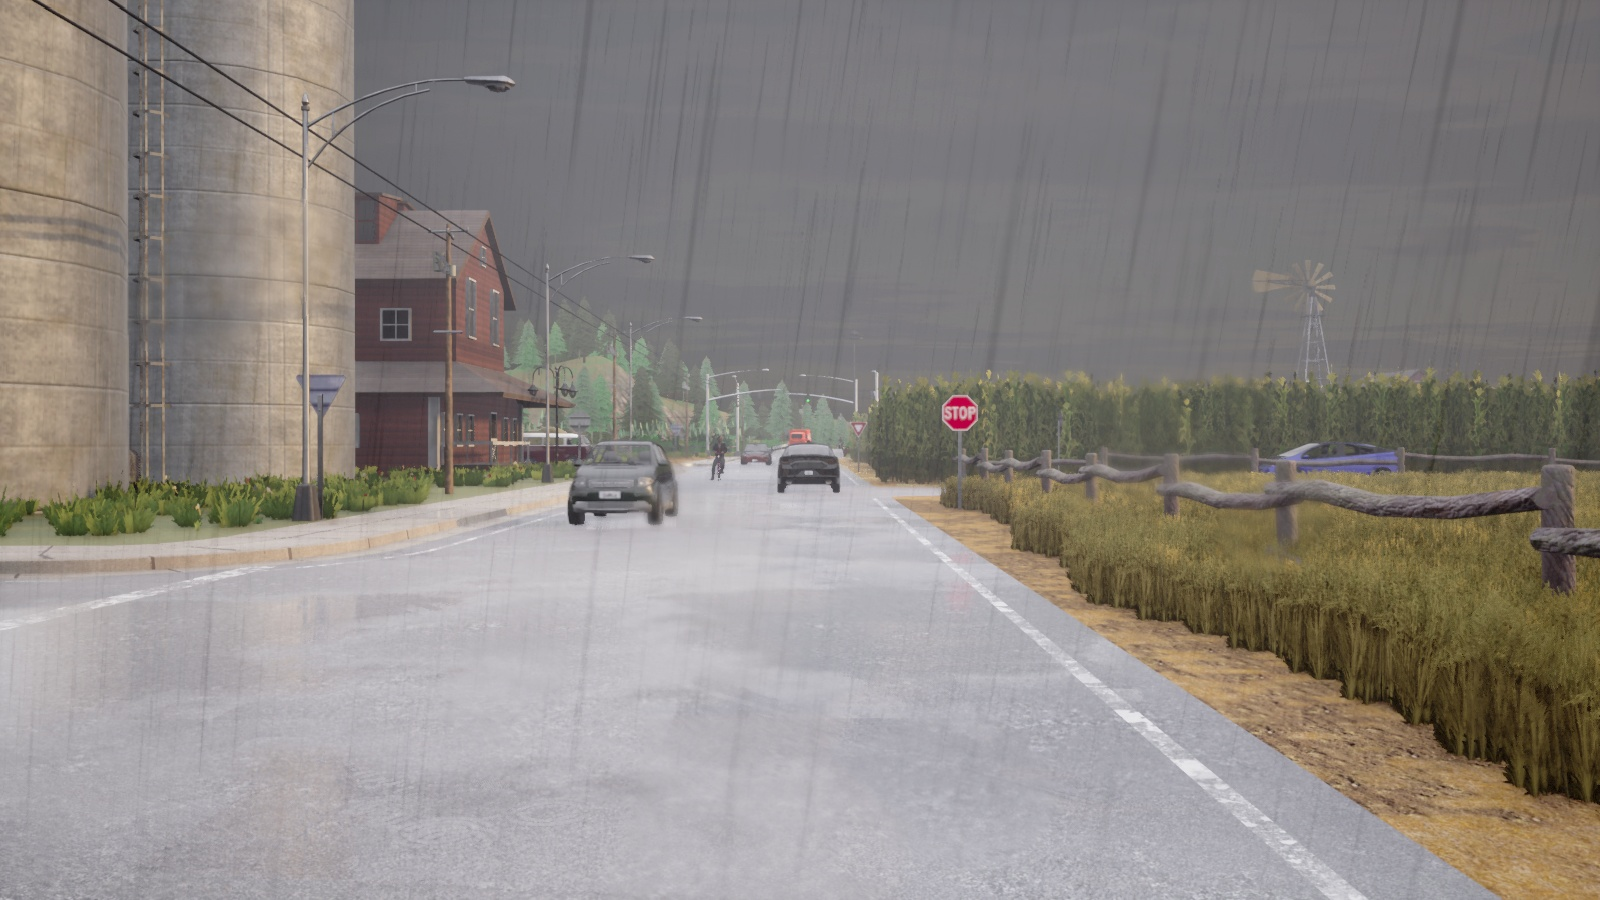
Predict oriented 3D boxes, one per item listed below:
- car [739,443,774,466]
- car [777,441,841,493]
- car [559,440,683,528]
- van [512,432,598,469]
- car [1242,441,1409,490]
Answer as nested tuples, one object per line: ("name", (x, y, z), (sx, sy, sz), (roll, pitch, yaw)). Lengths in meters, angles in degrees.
("car", (-2.928, 0.265, 84.818), (2.163, 1.488, 4.792), (0, 0, 0))
("car", (0.275, 0.501, 39.621), (1.882, 1.535, 5.008), (0, 0, 0))
("car", (-3.321, 0.587, 23.916), (1.789, 1.549, 3.705), (0, 0, 1))
("van", (-13.819, 0.031, 70.991), (4.480, 2.038, 2.069), (0, 0, 0))
("car", (16.772, 0.479, 40.222), (4.514, 1.525, 2.007), (0, 0, 1))
